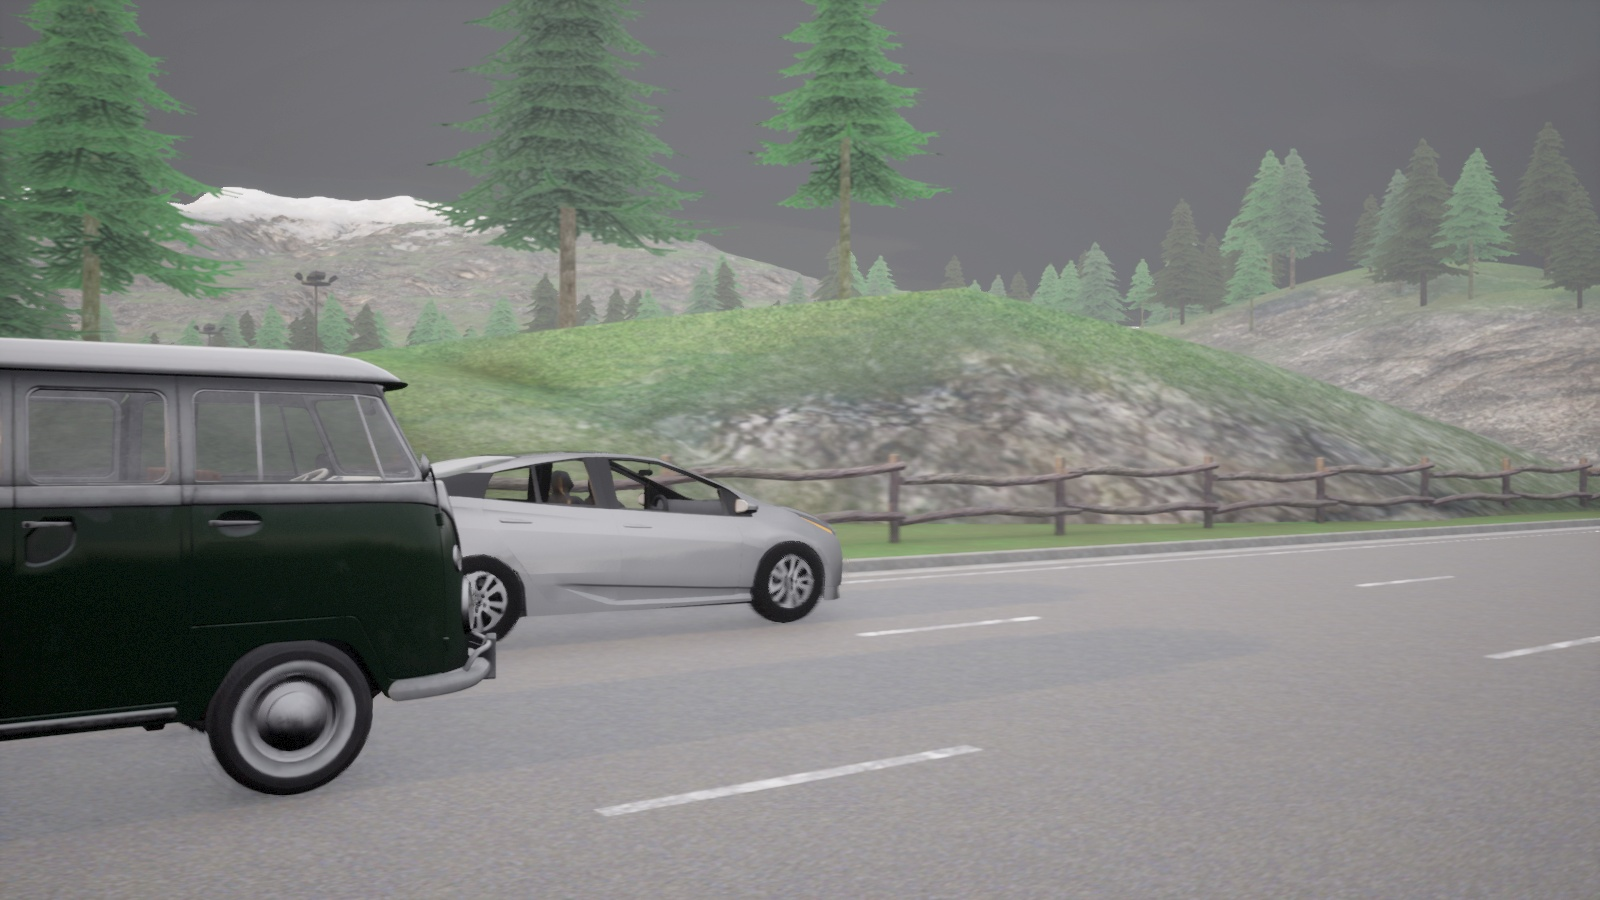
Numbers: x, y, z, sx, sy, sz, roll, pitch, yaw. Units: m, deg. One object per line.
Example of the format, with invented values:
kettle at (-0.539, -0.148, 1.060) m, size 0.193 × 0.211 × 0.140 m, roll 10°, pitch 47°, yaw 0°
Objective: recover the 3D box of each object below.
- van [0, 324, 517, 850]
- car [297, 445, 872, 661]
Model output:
van at (-3.662, 0.518, 5.375) m, size 4.442 × 1.987 × 1.775 m, roll 0°, pitch 0°, yaw -35°
car at (-1.774, 0.734, 10.953) m, size 4.514 × 1.525 × 2.007 m, roll 0°, pitch 0°, yaw -35°
